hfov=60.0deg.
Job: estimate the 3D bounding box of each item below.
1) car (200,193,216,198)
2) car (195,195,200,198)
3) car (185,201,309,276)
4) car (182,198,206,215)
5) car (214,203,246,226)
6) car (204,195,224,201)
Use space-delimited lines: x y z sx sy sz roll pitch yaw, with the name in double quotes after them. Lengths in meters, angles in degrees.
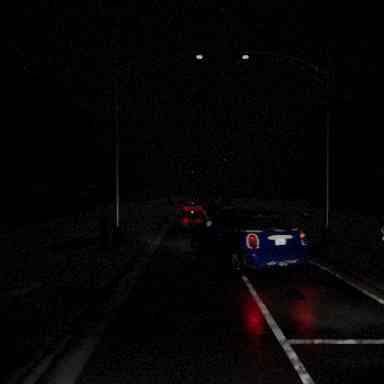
2.565 1.255 45.458 2.192 1.841 5.009 -1 0 0 "car"
0.041 1.503 45.747 1.994 1.385 4.181 0 0 -1 "car"
1.587 1.329 10.712 2.097 1.767 4.553 0 0 -20 "car"
0.048 1.548 32.353 1.895 1.301 4.718 0 0 0 "car"
2.597 1.539 23.849 1.802 1.307 4.206 -1 0 0 "car"
2.581 1.386 34.653 1.967 1.590 4.097 -1 0 0 "car"
